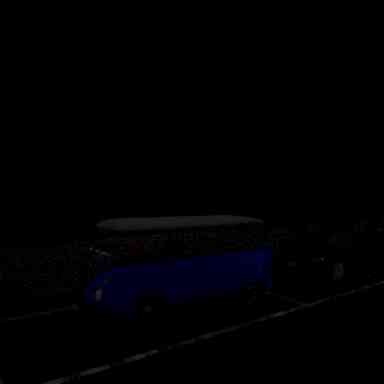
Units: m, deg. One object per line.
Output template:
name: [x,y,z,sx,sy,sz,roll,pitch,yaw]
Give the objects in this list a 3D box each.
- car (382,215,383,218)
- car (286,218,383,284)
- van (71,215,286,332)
car: [8.985,1.468,13.140,5.009,1.841,2.192,1,0,-35]
car: [4.399,1.640,9.880,4.507,1.381,1.887,1,0,-35]
van: [-0.181,1.379,6.619,3.998,1.788,1.690,1,0,-35]
